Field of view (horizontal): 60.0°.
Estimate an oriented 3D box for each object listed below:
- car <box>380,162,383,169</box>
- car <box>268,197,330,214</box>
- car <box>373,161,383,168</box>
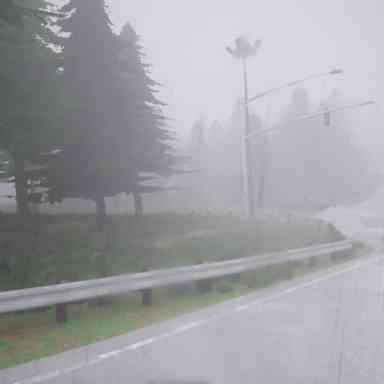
[{"bbox_3d":[34.463,-3.906,57.075,2.128,1.511,4.902,-2,7,19],"label":"car"},{"bbox_3d":[8.771,1.057,27.568,4.718,1.301,1.895,0,3,38],"label":"car"},{"bbox_3d":[38.992,-5.543,68.037,1.882,1.535,5.008,-4,7,-4],"label":"car"}]
